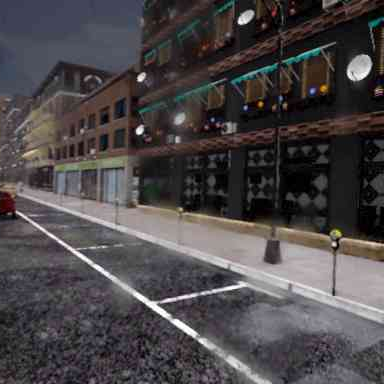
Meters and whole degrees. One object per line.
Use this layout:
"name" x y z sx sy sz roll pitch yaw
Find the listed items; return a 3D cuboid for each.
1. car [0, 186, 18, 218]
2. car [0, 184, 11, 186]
"car" -11.469 0.613 19.339 1.882 1.535 5.008 1 2 -34
"car" -21.038 -0.128 38.131 1.752 1.417 4.829 1 2 -34
